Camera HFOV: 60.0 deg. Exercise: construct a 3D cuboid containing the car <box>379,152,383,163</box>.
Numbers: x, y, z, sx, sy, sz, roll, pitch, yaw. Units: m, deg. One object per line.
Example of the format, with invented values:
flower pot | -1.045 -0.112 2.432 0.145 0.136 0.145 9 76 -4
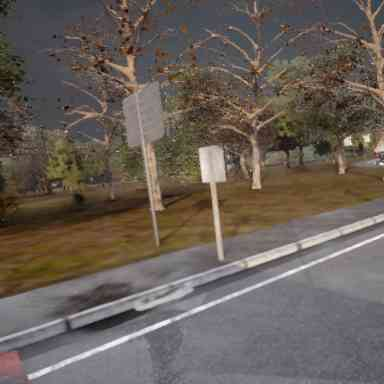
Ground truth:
car | 30.540 -5.502 51.993 1.837 1.490 4.892 -5 5 33
